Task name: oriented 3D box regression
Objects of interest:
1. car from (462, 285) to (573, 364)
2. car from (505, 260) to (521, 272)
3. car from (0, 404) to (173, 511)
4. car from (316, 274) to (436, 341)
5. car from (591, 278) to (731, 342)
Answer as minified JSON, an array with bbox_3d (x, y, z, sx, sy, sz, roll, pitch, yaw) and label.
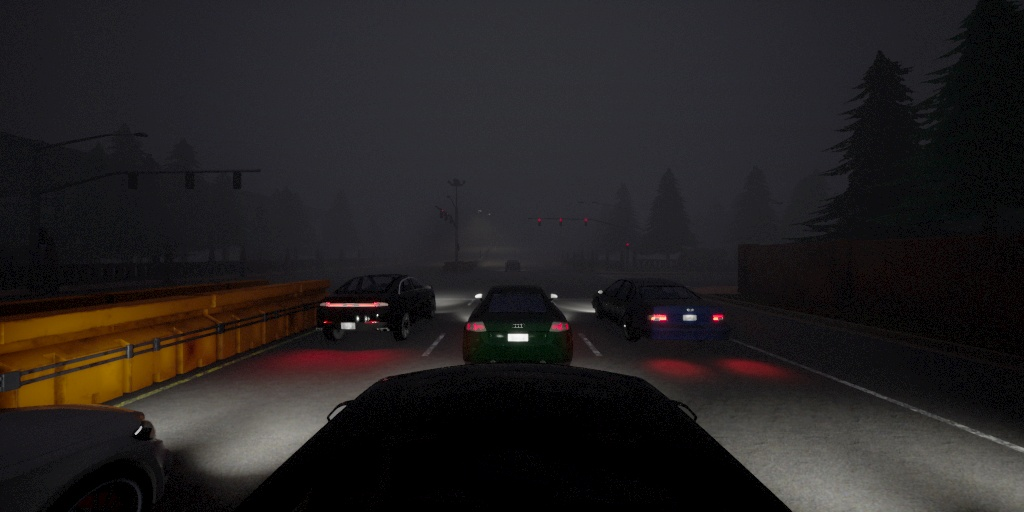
[{"bbox_3d":[0.099,1.314,7.917,1.994,1.385,4.181,0,0,0],"label":"car"},{"bbox_3d":[0.103,1.228,45.997,1.882,1.535,5.008,0,0,0],"label":"car"},{"bbox_3d":[-3.403,1.276,0.632,1.812,1.442,4.674,0,0,0],"label":"car"},{"bbox_3d":[-3.399,1.241,9.869,2.128,1.511,4.902,0,0,0],"label":"car"},{"bbox_3d":[3.601,1.297,9.774,2.033,1.411,5.357,0,0,0],"label":"car"}]
